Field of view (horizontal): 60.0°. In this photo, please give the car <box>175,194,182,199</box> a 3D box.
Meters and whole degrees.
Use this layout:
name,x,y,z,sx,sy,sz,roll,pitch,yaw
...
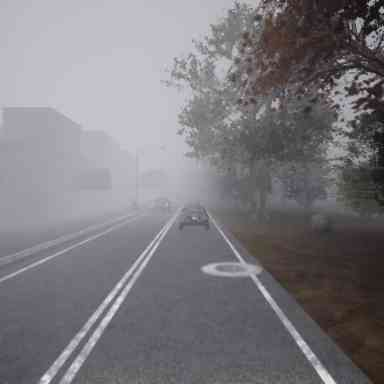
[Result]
name,x,y,z,sx,sy,sz,roll,pitch,yaw
car,-3.181,1.213,76.701,1.837,1.490,4.892,0,0,0

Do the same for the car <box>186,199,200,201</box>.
name,x,y,z,sx,sy,sz,roll,pitch,yaw
car,0.136,1.548,42.663,1.994,1.385,4.181,0,0,0

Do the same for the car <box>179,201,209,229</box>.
name,x,y,z,sx,sy,sz,roll,pitch,yaw
car,0.117,1.546,21.635,2.033,1.411,5.357,0,0,0

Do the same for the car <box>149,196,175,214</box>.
name,x,y,z,sx,sy,sz,roll,pitch,yaw
car,-3.312,1.342,35.885,2.097,1.767,4.553,0,0,0
